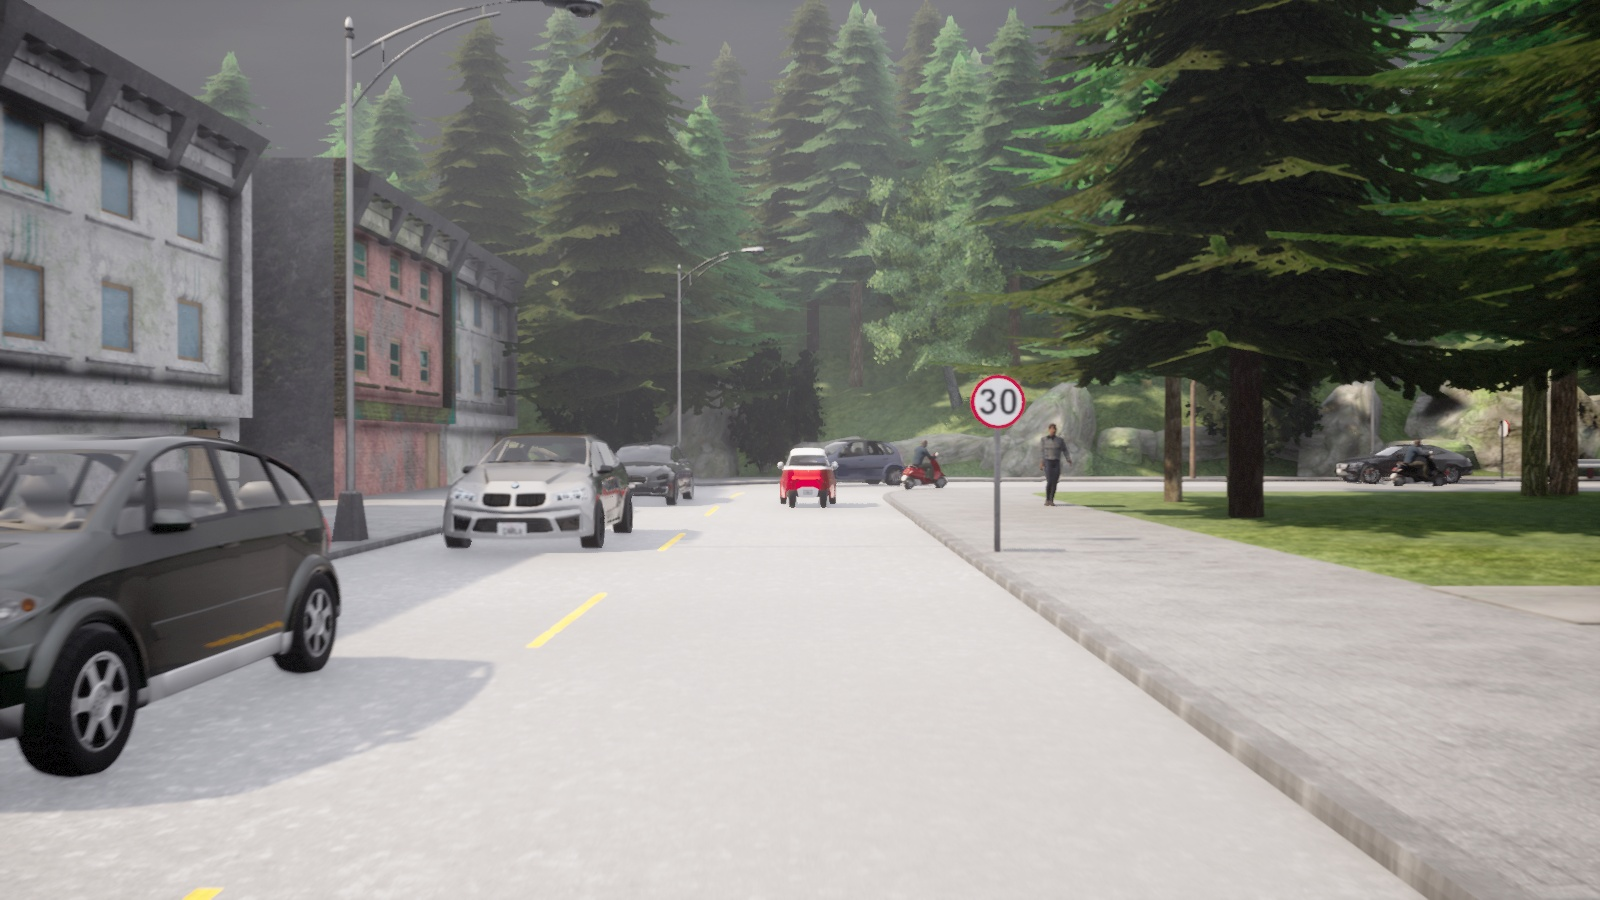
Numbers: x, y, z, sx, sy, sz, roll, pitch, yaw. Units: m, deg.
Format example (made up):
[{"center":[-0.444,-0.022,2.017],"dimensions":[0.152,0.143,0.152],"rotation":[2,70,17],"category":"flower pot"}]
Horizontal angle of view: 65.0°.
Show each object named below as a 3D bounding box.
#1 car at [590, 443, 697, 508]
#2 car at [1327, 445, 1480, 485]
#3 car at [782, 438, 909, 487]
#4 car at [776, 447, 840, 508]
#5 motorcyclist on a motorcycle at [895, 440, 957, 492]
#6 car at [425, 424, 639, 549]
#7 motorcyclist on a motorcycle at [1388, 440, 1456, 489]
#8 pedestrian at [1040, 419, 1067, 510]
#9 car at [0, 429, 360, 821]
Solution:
[{"center":[-3.815,0.571,31.424],"dimensions":[1.837,1.490,4.892],"rotation":[0,0,3],"category":"car"},{"center":[21.822,0.533,45.535],"dimensions":[4.674,1.442,1.812],"rotation":[0,0,0],"category":"car"},{"center":[1.574,0.404,43.370],"dimensions":[3.988,1.617,1.851],"rotation":[0,0,-27],"category":"car"},{"center":[0.187,0.632,30.132],"dimensions":[1.481,1.376,2.207],"rotation":[0,1,0],"category":"car"},{"center":[4.005,0.479,39.920],"dimensions":[1.817,1.590,0.866],"rotation":[0,2,-35],"category":"motorcyclist on a motorcycle"},{"center":[-3.876,0.480,19.073],"dimensions":[2.242,1.667,4.611],"rotation":[0,0,0],"category":"car"},{"center":[20.549,0.482,41.532],"dimensions":[1.817,1.590,0.866],"rotation":[0,0,0],"category":"motorcyclist on a motorcycle"},{"center":[5.496,0.307,27.267],"dimensions":[0.423,1.949,0.788],"rotation":[0,0,0],"category":"pedestrian"},{"center":[-3.945,0.683,6.822],"dimensions":[1.789,1.549,3.705],"rotation":[0,0,0],"category":"car"}]
